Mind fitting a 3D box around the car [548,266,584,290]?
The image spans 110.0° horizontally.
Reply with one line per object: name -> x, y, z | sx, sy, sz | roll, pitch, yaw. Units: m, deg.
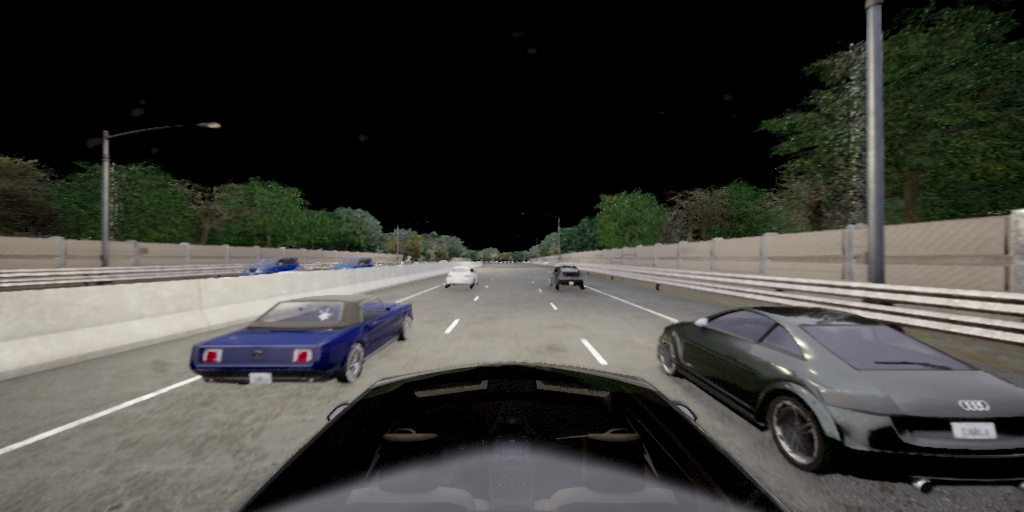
car -> 3.590, 1.407, 24.098 | 1.837, 1.490, 4.892 | 0, 0, 0

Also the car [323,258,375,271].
car -> -14.103, 1.151, 31.903 | 2.150, 2.045, 5.566 | 0, 0, 0

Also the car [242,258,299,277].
car -> -21.099, 1.151, 31.864 | 2.150, 2.045, 5.566 | 0, 0, 0

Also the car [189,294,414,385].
car -> -3.403, 1.395, 7.086 | 1.895, 1.301, 4.718 | 0, 0, 0

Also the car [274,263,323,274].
car -> -17.604, 1.525, 30.580 | 1.895, 1.301, 4.718 | 0, 0, 0

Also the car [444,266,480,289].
car -> -3.410, 1.430, 24.988 | 1.812, 1.442, 4.674 | 0, 0, 0

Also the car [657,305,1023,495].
car -> 3.598, 1.341, 4.799 | 1.994, 1.385, 4.181 | 0, 0, 0
